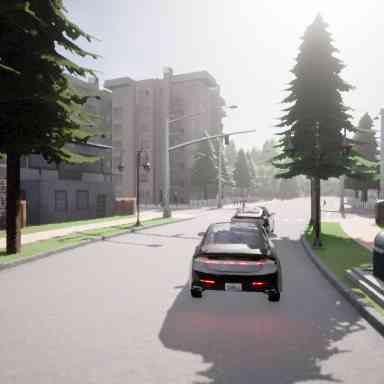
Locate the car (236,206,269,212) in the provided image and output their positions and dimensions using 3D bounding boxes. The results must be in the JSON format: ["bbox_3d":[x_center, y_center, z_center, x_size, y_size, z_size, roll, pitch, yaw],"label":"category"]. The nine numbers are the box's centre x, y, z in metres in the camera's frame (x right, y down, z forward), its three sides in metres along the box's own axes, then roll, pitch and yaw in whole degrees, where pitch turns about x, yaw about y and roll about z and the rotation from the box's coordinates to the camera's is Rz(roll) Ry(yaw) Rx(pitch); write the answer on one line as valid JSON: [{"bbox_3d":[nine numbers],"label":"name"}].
[{"bbox_3d":[3.242,1.491,17.473,2.128,1.511,4.902,0,0,18],"label":"car"}]

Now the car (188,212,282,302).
[{"bbox_3d":[1.111,1.492,8.367,2.128,1.511,4.902,0,0,9],"label":"car"}]
